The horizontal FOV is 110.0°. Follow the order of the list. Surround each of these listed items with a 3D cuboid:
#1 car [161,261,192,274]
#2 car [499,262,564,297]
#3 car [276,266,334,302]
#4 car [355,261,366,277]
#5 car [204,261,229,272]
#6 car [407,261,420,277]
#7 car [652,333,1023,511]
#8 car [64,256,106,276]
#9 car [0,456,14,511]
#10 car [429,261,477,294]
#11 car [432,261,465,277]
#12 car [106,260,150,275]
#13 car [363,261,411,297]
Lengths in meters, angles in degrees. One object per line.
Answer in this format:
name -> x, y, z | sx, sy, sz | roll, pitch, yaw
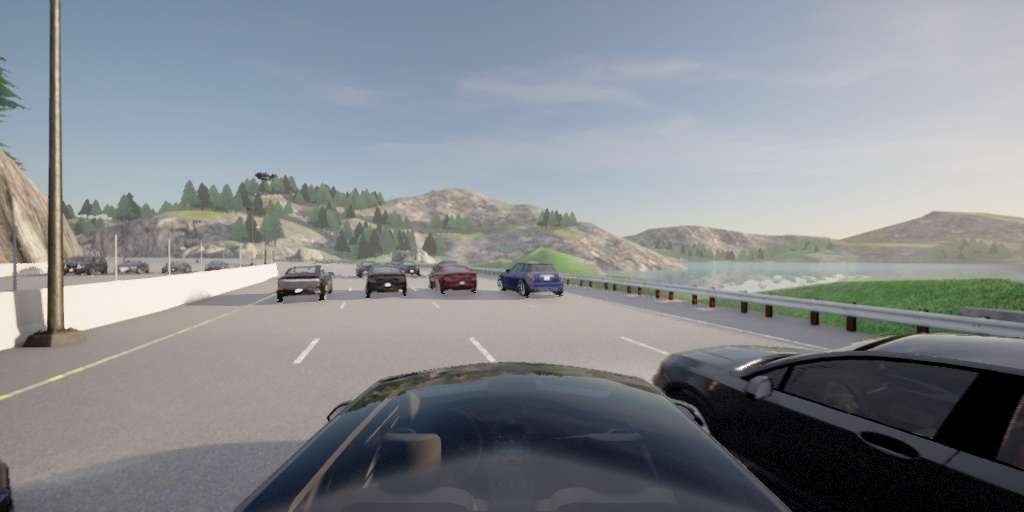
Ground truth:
car -> -37.445, 1.277, 40.148 | 1.994, 1.385, 4.181 | 0, 0, -33
car -> 0.870, 1.077, 18.830 | 2.097, 1.767, 4.553 | 0, 0, -21
car -> -9.699, 1.217, 17.012 | 2.128, 1.511, 4.902 | 0, 0, -22
car -> -13.718, 1.228, 34.061 | 1.812, 1.442, 4.674 | 0, 0, -27
car -> -34.505, 1.240, 42.047 | 2.033, 1.411, 5.357 | 0, 0, -33
car -> -10.218, 1.227, 34.892 | 1.812, 1.442, 4.674 | 0, 0, -27
car -> 2.920, 1.255, 2.177 | 1.837, 1.490, 4.892 | 0, 0, -16
car -> -43.309, 0.997, 36.325 | 2.150, 2.045, 5.566 | 0, 0, -33
car -> -3.887, 1.315, 0.514 | 1.994, 1.385, 4.181 | 0, 0, -16
car -> -3.415, 1.200, 20.123 | 1.882, 1.535, 5.008 | 0, 0, -22
car -> -6.310, 1.204, 34.950 | 1.837, 1.490, 4.892 | 0, 0, -27
car -> -40.211, 1.188, 37.964 | 2.128, 1.511, 4.902 | 0, 0, -33
car -> -6.730, 1.202, 18.999 | 1.882, 1.535, 5.008 | 0, 0, -22
